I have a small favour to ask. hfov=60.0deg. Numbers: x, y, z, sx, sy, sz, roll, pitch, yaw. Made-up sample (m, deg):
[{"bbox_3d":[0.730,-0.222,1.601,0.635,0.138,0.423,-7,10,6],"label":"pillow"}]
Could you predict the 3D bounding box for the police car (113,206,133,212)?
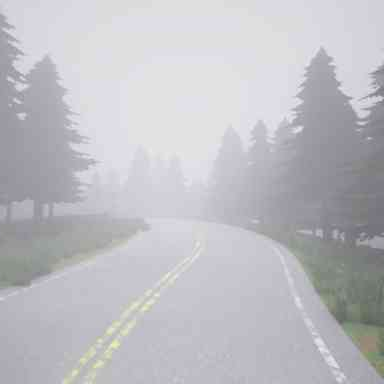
[{"bbox_3d":[-10.137,2.781,45.145,5.238,1.638,1.930,-5,-8,38],"label":"police car"}]
